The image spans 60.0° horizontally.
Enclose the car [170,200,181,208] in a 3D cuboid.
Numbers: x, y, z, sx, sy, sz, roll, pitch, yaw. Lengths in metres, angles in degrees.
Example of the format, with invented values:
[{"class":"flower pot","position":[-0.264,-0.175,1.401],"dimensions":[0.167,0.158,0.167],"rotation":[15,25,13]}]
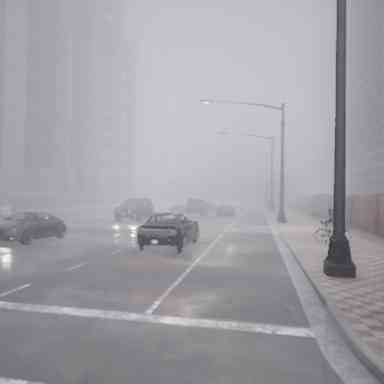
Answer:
[{"class":"car","position":[-1.776,2.268,47.277],"dimensions":[1.895,1.301,4.718],"rotation":[1,-1,11]}]

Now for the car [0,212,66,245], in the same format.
[{"class":"car","position":[-7.966,1.671,16.167],"dimensions":[1.994,1.385,4.181],"rotation":[1,-1,11]}]

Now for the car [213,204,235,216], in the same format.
[{"class":"car","position":[4.161,2.223,40.646],"dimensions":[1.994,1.385,4.181],"rotation":[1,-1,11]}]

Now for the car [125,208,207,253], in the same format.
[{"class":"car","position":[-0.927,1.697,14.874],"dimensions":[2.128,1.511,4.902],"rotation":[1,-1,12]}]

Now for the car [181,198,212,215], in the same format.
[{"class":"car","position":[0.655,1.830,41.222],"dimensions":[2.150,2.045,5.566],"rotation":[1,-1,11]}]

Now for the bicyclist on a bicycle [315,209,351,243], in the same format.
[{"class":"bicyclist on a bicycle","position":[6.741,1.648,15.894],"dimensions":[1.656,1.620,0.582],"rotation":[0,-1,11]}]

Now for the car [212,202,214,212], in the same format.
[{"class":"car","position":[2.666,2.298,51.738],"dimensions":[1.837,1.490,4.892],"rotation":[1,-1,11]}]

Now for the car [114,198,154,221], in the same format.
[{"class":"car","position":[-5.152,1.581,30.499],"dimensions":[2.150,2.045,5.566],"rotation":[1,-1,11]}]
